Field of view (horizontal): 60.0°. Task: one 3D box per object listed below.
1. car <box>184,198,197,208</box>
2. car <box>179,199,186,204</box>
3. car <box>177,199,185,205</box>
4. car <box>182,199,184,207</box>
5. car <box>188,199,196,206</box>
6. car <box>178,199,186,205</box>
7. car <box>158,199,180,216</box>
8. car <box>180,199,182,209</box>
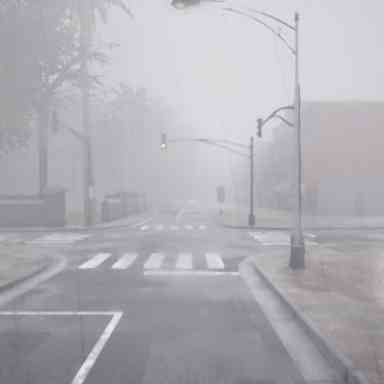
[{"bbox_3d":[0.003,2.167,61.093,1.812,1.442,4.674,0,-1,0],"label":"car"},{"bbox_3d":[-2.640,2.644,93.451,2.008,1.369,4.403,-1,-1,0],"label":"car"},{"bbox_3d":[-2.640,2.472,82.075,1.887,1.381,4.507,0,-1,0],"label":"car"},{"bbox_3d":[-2.640,2.129,53.634,1.802,1.307,4.206,0,-1,0],"label":"car"},{"bbox_3d":[0.003,2.131,71.098,1.812,1.442,4.674,0,-1,0],"label":"car"},{"bbox_3d":[-2.640,2.554,87.763,1.887,1.381,4.507,0,-1,0],"label":"car"},{"bbox_3d":[-2.640,1.787,36.570,1.967,1.590,4.097,0,-1,0],"label":"car"},{"bbox_3d":[-2.639,1.851,42.258,1.967,1.590,4.097,0,-1,0],"label":"car"}]
